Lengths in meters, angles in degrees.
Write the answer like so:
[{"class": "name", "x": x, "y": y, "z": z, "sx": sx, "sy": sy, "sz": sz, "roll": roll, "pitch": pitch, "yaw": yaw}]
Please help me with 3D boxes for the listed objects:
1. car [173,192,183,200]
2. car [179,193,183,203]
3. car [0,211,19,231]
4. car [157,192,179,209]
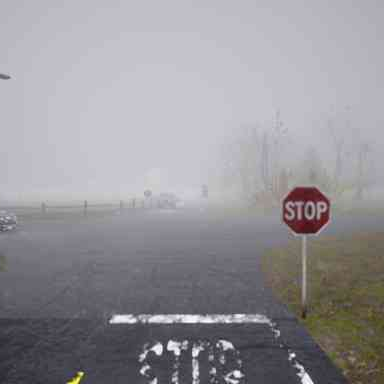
[{"class": "car", "x": -3.152, "y": 1.004, "z": 76.765, "sx": 2.097, "sy": 1.767, "sz": 4.553, "roll": 0, "pitch": 0, "yaw": 0}, {"class": "car", "x": -3.145, "y": 1.347, "z": 61.710, "sx": 1.895, "sy": 1.301, "sz": 4.718, "roll": 0, "pitch": 0, "yaw": 0}, {"class": "car", "x": -12.022, "y": 1.340, "z": 18.337, "sx": 4.553, "sy": 1.767, "sz": 2.097, "roll": 0, "pitch": 0, "yaw": 9}, {"class": "car", "x": -3.153, "y": 1.058, "z": 42.347, "sx": 2.150, "sy": 2.045, "sz": 5.566, "roll": 0, "pitch": 0, "yaw": 0}]
